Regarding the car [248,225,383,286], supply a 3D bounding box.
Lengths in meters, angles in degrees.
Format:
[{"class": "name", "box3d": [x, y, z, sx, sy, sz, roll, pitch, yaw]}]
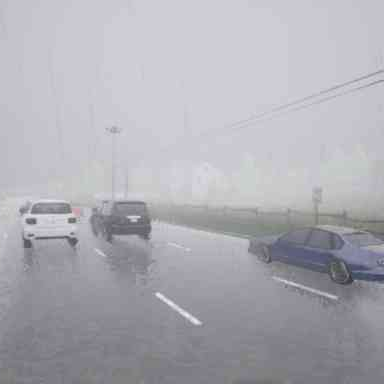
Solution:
[{"class": "car", "box3d": [3.962, 1.725, 10.143, 2.033, 1.411, 5.357, 1, -1, -27]}]

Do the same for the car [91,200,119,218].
[{"class": "car", "box3d": [-9.633, 1.776, 36.546, 2.097, 1.767, 4.553, 1, -1, -27]}]

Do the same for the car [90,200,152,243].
[{"class": "car", "box3d": [-3.923, 1.436, 17.819, 2.150, 2.045, 5.566, 1, -1, -27]}]

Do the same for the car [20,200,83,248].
[{"class": "car", "box3d": [-6.954, 1.385, 16.063, 2.150, 2.045, 5.566, 1, -1, -27]}]
